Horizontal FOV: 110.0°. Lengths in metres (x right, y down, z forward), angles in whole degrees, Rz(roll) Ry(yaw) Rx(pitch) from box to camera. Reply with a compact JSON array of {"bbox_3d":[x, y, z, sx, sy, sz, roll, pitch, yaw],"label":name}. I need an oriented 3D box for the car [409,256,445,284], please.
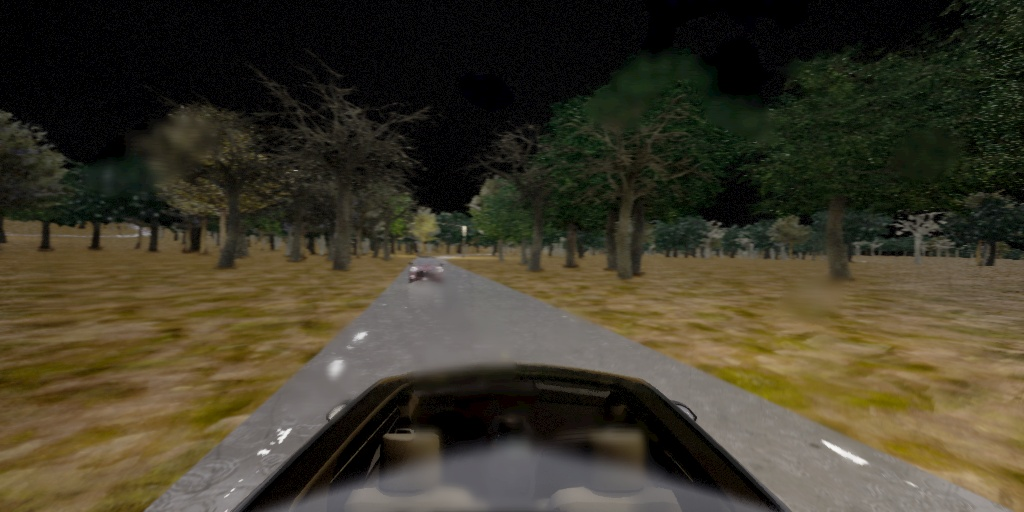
[{"bbox_3d":[-5.493,0.796,23.148,2.097,1.767,4.553,3,0,-14],"label":"car"}]
